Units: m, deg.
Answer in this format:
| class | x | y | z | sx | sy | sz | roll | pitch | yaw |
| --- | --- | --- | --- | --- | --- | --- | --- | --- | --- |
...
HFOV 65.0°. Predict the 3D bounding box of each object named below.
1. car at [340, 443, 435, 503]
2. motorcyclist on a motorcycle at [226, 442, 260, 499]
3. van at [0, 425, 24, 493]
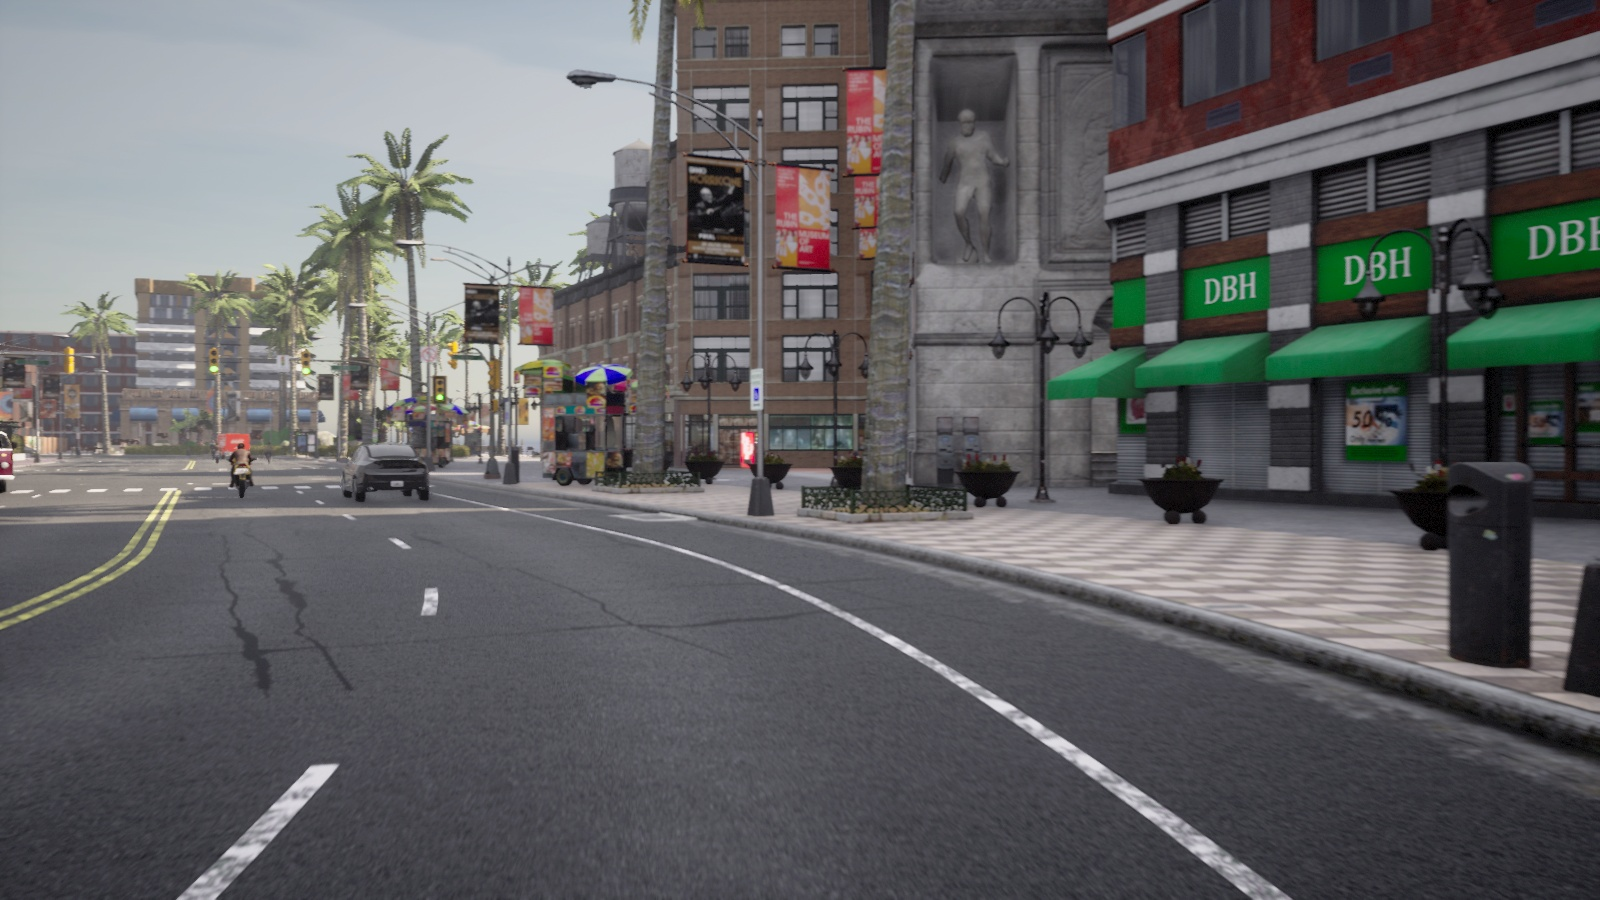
| class | x | y | z | sx | sy | sz | roll | pitch | yaw |
| --- | --- | --- | --- | --- | --- | --- | --- | --- | --- |
| car | -11.243 | 0.562 | 34.048 | 1.837 | 1.490 | 4.892 | 0 | 1 | -26 |
| motorcyclist on a motorcycle | -15.296 | 0.536 | 34.447 | 0.797 | 1.523 | 2.044 | 0 | 0 | -26 |
| van | -25.609 | 0.255 | 38.593 | 2.069 | 2.038 | 4.480 | 1 | 0 | -44 |
